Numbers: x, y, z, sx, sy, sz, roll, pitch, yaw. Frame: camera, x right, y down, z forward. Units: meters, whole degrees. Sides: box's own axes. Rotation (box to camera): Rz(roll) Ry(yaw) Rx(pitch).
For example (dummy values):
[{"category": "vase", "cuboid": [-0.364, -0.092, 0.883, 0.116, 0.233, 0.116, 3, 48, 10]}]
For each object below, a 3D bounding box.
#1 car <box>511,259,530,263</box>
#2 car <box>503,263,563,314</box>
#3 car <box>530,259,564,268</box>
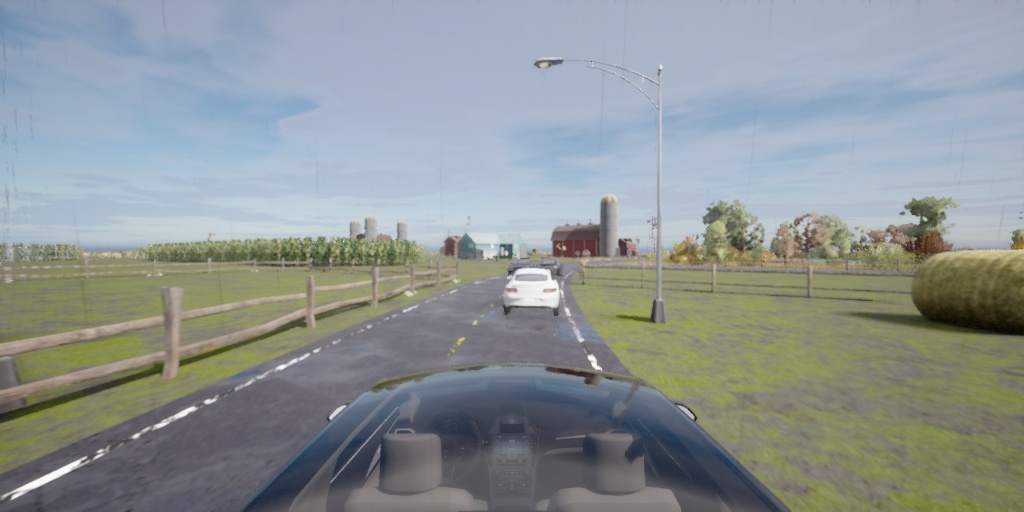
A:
[{"category": "car", "cuboid": [0.896, 0.987, 32.370, 1.994, 1.385, 4.181, 0, 1, 13]}, {"category": "car", "cuboid": [0.763, 1.154, 12.991, 1.812, 1.442, 4.674, 0, 1, 6]}, {"category": "car", "cuboid": [3.033, 0.963, 28.468, 2.128, 1.511, 4.902, 0, 1, 12]}]
